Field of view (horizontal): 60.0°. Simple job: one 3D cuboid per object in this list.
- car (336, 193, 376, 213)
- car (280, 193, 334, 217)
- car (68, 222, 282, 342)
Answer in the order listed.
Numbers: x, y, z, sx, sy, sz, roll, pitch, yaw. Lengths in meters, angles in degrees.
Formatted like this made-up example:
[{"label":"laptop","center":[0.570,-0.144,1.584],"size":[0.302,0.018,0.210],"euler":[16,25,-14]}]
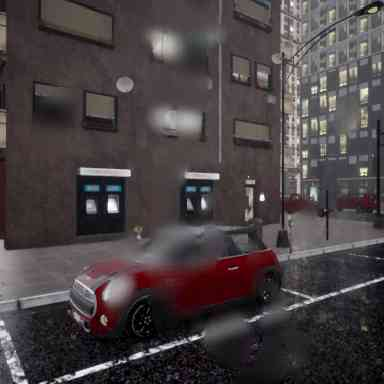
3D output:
[{"label":"car","center":[15.424,1.030,32.300],"size":[2.192,1.841,5.009],"euler":[1,0,-36]},{"label":"car","center":[8.680,1.010,27.326],"size":[2.192,1.841,5.009],"euler":[2,0,-36]},{"label":"car","center":[-0.197,1.440,6.415],"size":[4.097,1.590,1.967],"euler":[0,0,-35]}]
